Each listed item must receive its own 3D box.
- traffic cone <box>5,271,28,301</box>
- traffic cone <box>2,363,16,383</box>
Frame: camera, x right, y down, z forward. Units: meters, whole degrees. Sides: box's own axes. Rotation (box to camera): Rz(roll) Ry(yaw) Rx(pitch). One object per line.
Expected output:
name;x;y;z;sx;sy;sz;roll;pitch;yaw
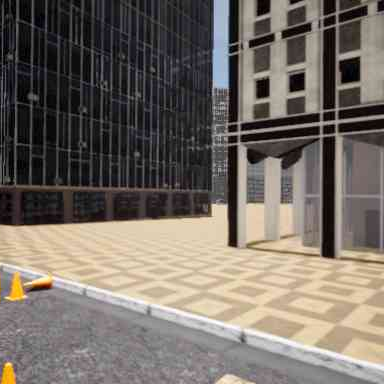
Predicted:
traffic cone;-3.817;2.012;7.253;0.340;0.580;0.340;0;-1;37
traffic cone;-1.801;1.982;3.262;0.340;0.580;0.340;0;-1;37
